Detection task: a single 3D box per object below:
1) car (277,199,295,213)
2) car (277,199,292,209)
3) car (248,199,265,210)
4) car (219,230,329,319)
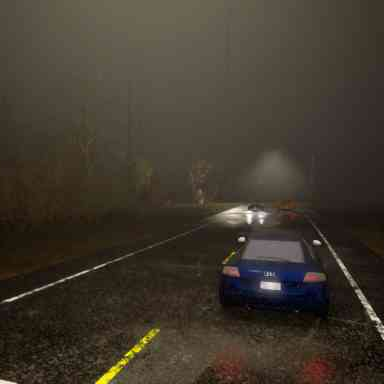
[{"bbox_3d":[10.630,1.486,37.604,1.882,1.535,5.008,0,0,15],"label":"car"},{"bbox_3d":[13.075,1.628,47.363,1.895,1.301,4.718,0,0,13],"label":"car"},{"bbox_3d":[8.210,1.616,42.349,1.895,1.301,4.718,0,0,14],"label":"car"},{"bbox_3d":[1.938,1.563,7.569,1.994,1.385,4.181,0,0,17],"label":"car"}]
